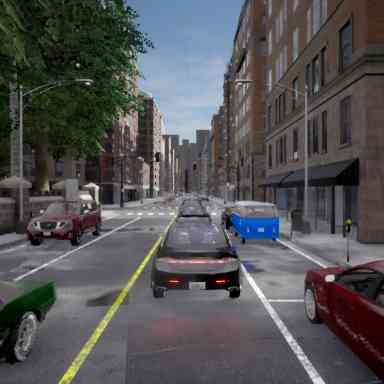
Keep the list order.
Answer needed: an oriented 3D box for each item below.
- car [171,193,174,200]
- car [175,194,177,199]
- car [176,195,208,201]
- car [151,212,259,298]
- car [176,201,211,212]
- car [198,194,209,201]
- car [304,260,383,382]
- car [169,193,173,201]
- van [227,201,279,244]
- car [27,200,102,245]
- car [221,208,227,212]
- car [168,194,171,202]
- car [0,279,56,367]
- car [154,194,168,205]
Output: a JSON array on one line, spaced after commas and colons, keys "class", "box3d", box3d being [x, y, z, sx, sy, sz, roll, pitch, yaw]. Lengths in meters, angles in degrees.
[{"class": "car", "box3d": [-5.694, 1.491, 75.574, 1.887, 1.381, 4.507, 0, 0, 0]}, {"class": "car", "box3d": [-5.698, 1.496, 86.475, 2.008, 1.369, 4.403, 0, 0, 0]}, {"class": "car", "box3d": [-0.010, 1.338, 27.592, 2.097, 1.767, 4.553, 0, 0, 0]}, {"class": "car", "box3d": [0.097, 1.490, 8.476, 2.128, 1.511, 4.902, 0, 0, 0]}, {"class": "car", "box3d": [0.092, 1.485, 18.415, 2.128, 1.511, 4.902, 0, 0, 0]}, {"class": "car", "box3d": [2.830, 1.387, 75.612, 1.967, 1.590, 4.097, 0, 0, 0]}, {"class": "car", "box3d": [2.853, 1.544, 4.254, 1.887, 1.381, 4.507, 0, 0, 0]}, {"class": "car", "box3d": [-5.692, 1.493, 70.123, 1.887, 1.381, 4.507, 0, 0, 0]}, {"class": "van", "box3d": [2.849, 1.336, 15.575, 1.690, 1.788, 3.998, 0, 0, 0]}, {"class": "car", "box3d": [-5.675, 1.310, 15.533, 2.192, 1.841, 5.009, 0, 0, 0]}, {"class": "car", "box3d": [2.848, 1.557, 21.236, 1.947, 1.339, 4.313, 0, 0, 0]}, {"class": "car", "box3d": [-5.691, 1.501, 64.672, 2.008, 1.369, 4.403, 0, 0, 0]}, {"class": "car", "box3d": [-3.106, 1.600, 3.084, 1.895, 1.301, 4.718, 0, 0, 0]}, {"class": "car", "box3d": [-5.689, 1.480, 59.051, 1.752, 1.417, 4.829, 0, 0, 0]}]
